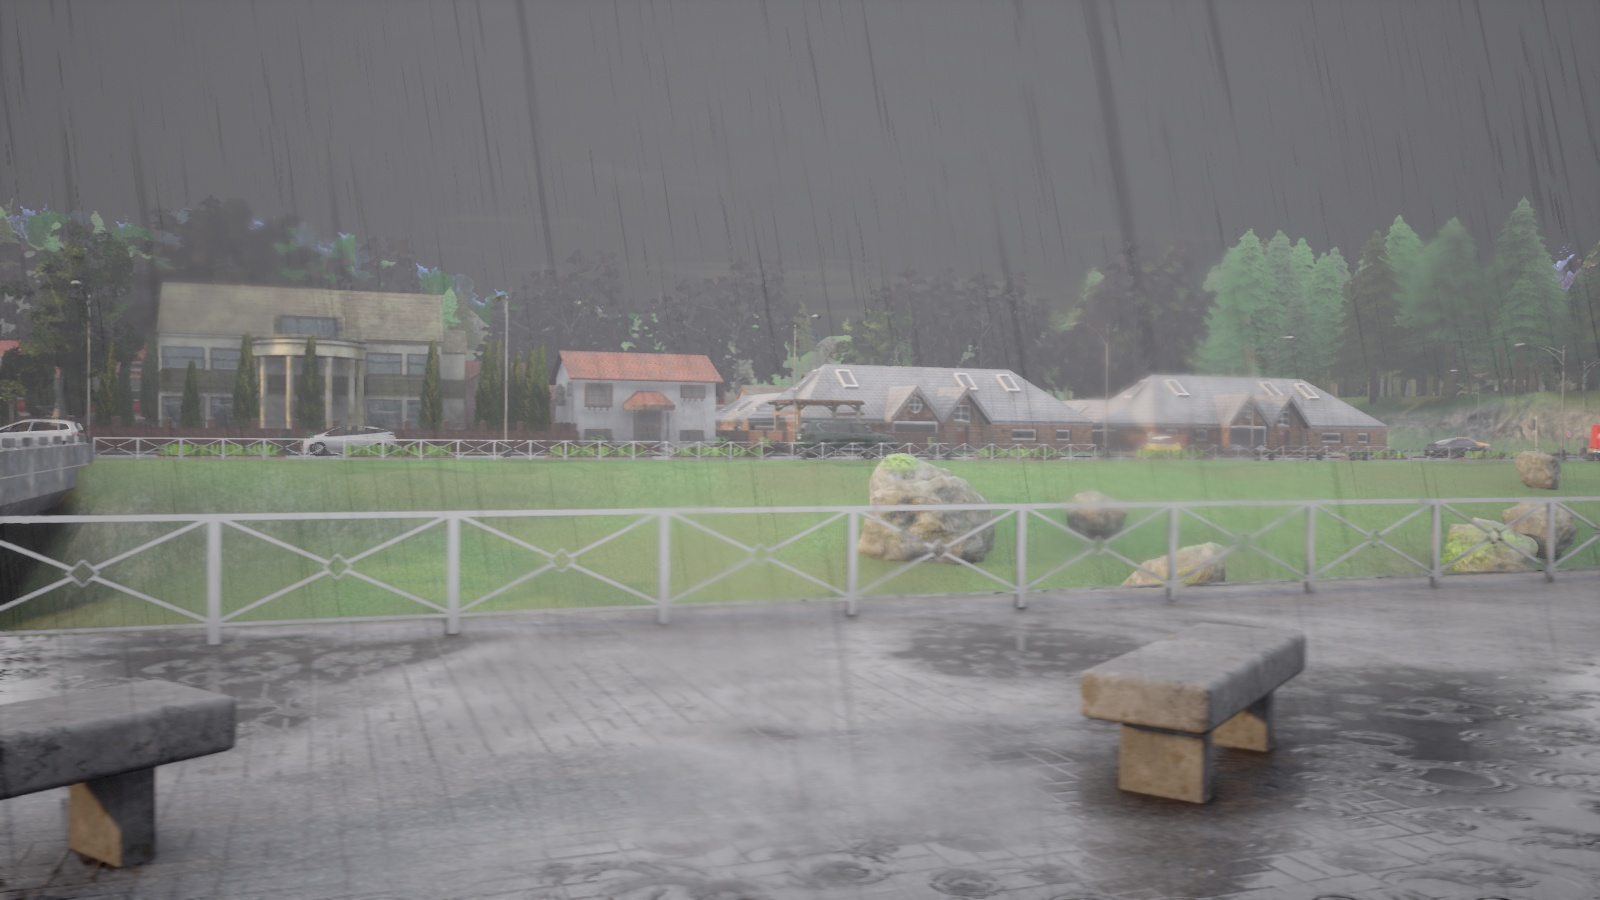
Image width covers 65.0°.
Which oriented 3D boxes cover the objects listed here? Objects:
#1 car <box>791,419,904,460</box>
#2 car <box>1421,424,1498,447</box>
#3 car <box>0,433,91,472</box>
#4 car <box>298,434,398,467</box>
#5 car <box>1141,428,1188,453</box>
[{"bbox_3d":[2.493,-0.590,66.400,5.566,2.045,2.150,-1,1,-21],"label":"car"},{"bbox_3d":[42.916,-0.970,81.741,4.674,1.442,1.812,-1,1,-21],"label":"car"},{"bbox_3d":[-34.756,0.098,56.548,4.611,1.667,2.242,-1,1,-21],"label":"car"},{"bbox_3d":[-22.068,-0.015,61.363,4.514,1.525,2.007,-1,1,-21],"label":"car"},{"bbox_3d":[21.348,-0.575,73.558,2.207,1.376,1.481,-1,1,-21],"label":"car"}]
